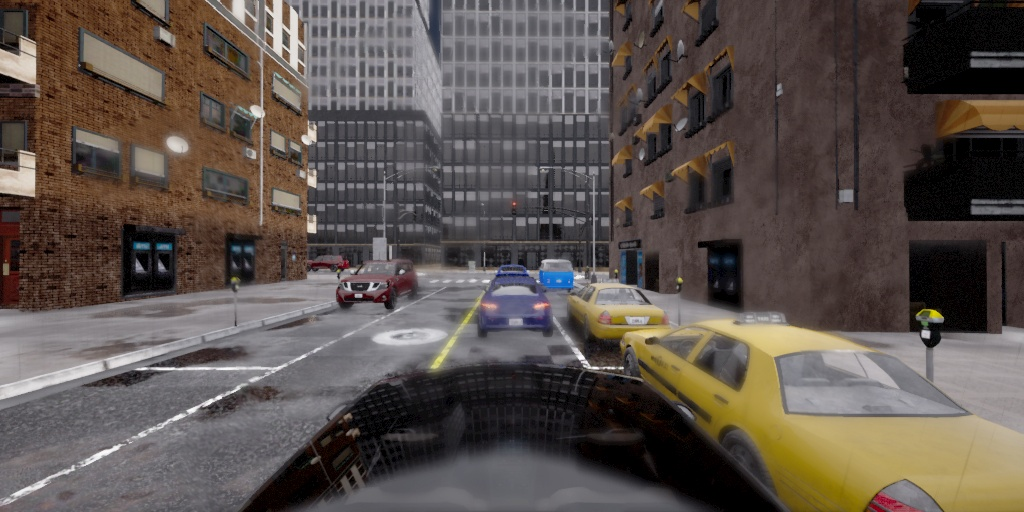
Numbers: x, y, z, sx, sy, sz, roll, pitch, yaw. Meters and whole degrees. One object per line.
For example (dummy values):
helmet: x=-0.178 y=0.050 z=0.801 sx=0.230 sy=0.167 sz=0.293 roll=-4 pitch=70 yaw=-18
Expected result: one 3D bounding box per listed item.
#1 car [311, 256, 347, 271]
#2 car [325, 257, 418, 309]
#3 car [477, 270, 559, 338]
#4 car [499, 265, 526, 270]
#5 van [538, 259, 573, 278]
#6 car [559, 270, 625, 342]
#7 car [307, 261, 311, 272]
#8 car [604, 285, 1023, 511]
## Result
car: x=-21.090 y=0.863 z=40.550 sx=5.009 sy=1.841 sz=2.192 roll=0 pitch=0 yaw=-1
car: x=-5.378 y=1.068 z=15.037 sx=2.192 sy=1.841 sz=5.009 roll=0 pitch=0 yaw=0
car: x=0.062 y=1.277 z=10.129 sx=1.812 sy=1.442 sz=4.674 roll=0 pitch=0 yaw=-1
car: x=0.009 y=1.233 z=20.390 sx=1.882 sy=1.535 sz=5.008 roll=0 pitch=0 yaw=0
van: x=2.470 y=1.096 z=20.721 sx=1.690 sy=1.789 sz=3.998 roll=0 pitch=0 yaw=0
car: x=2.533 y=1.277 z=9.611 sx=1.751 sy=1.417 sz=4.829 roll=0 pitch=0 yaw=0
car: x=-21.003 y=1.084 z=32.411 sx=4.207 sy=1.307 sz=1.802 roll=0 pitch=0 yaw=-1
car: x=2.565 y=1.276 z=3.970 sx=1.751 sy=1.417 sz=4.829 roll=0 pitch=0 yaw=0
